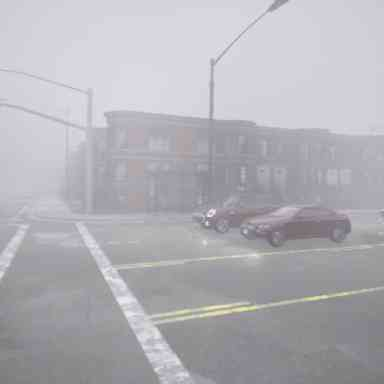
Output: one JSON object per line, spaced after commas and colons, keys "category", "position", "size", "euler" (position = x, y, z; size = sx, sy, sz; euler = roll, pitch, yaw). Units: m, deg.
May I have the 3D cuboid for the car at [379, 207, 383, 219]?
{"category": "car", "position": [14.258, 1.217, 21.105], "size": [4.718, 1.301, 1.895], "euler": [0, 2, -22]}

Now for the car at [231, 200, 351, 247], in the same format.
{"category": "car", "position": [4.143, 1.208, 13.140], "size": [4.674, 1.442, 1.812], "euler": [0, 2, -22]}

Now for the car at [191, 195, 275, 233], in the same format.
{"category": "car", "position": [2.278, 0.921, 16.139], "size": [4.553, 1.767, 2.097], "euler": [0, 2, -22]}
